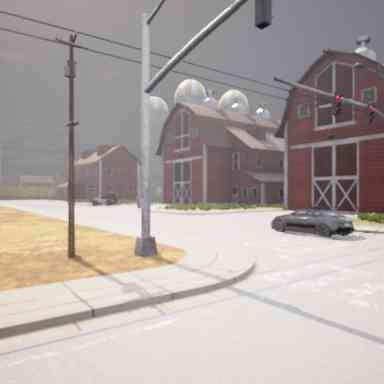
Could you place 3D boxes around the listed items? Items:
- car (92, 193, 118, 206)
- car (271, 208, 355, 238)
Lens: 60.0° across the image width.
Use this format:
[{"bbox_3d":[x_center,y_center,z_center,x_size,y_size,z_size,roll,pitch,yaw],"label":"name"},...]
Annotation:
[{"bbox_3d":[-13.324,1.108,50.895,3.866,1.878,1.905,-2,5,11],"label":"car"},{"bbox_3d":[6.217,1.529,17.500,1.994,1.385,4.181,0,0,-35],"label":"car"}]
